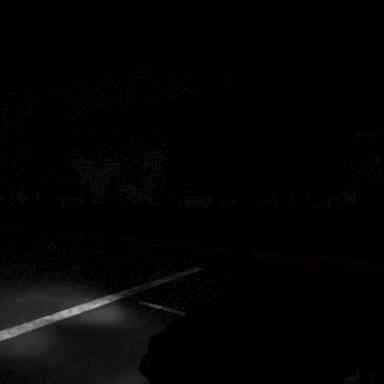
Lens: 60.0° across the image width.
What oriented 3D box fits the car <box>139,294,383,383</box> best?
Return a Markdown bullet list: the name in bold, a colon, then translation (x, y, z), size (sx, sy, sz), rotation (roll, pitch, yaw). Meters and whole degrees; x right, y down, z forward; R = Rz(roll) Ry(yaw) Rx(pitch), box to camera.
- **car**: translation (1.813, 1.601, 2.677), size (4.718, 1.301, 1.895), rotation (0, 0, 36)
